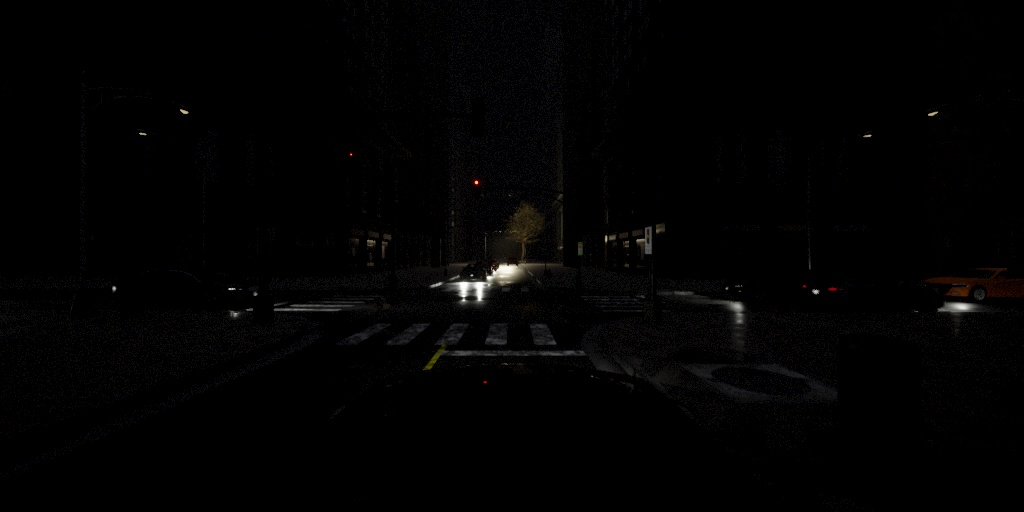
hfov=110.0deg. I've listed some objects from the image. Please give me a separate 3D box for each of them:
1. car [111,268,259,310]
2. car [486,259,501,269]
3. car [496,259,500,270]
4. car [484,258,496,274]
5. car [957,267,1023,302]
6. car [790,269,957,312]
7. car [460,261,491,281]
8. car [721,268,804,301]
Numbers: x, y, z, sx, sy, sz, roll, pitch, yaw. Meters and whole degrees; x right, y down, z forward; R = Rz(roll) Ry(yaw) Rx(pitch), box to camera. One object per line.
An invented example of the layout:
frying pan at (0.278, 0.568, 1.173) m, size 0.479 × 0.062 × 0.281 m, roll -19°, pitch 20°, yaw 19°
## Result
car at (-12.296, 1.198, 13.786) m, size 4.902 × 1.511 × 2.128 m, roll 0°, pitch 0°, yaw 0°
car at (-3.032, 1.268, 58.541) m, size 2.128 × 1.511 × 4.902 m, roll 0°, pitch 0°, yaw 0°
car at (-3.075, 1.115, 48.280) m, size 2.097 × 1.767 × 4.553 m, roll 0°, pitch 0°, yaw 0°
car at (-3.089, 1.231, 38.634) m, size 1.882 × 1.535 × 5.008 m, roll 0°, pitch 0°, yaw 0°
car at (22.545, 1.299, 16.960) m, size 5.008 × 1.535 × 1.882 m, roll 0°, pitch 0°, yaw 0°
car at (13.653, 1.354, 13.766) m, size 4.181 × 1.385 × 1.994 m, roll 0°, pitch 0°, yaw 0°
car at (-3.092, 1.314, 29.564) m, size 1.994 × 1.385 × 4.181 m, roll 0°, pitch 0°, yaw 0°
car at (12.590, 1.297, 16.969) m, size 4.892 × 1.490 × 1.837 m, roll 0°, pitch 0°, yaw 0°
